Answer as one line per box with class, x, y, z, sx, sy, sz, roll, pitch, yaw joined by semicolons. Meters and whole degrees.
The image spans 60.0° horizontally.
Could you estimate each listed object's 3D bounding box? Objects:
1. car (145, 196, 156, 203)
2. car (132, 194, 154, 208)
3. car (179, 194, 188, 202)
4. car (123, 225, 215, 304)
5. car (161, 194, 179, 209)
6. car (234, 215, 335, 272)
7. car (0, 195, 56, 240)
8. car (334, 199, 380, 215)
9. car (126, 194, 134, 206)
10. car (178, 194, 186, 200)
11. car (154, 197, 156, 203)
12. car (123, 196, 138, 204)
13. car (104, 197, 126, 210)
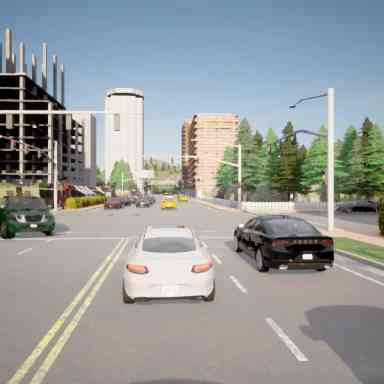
car;-8.447;1.547;68.365;2.033;1.411;5.357;0;0;-4
car;-7.137;1.492;48.828;2.128;1.511;4.902;0;0;-4
car;-2.039;1.470;76.910;1.882;1.535;5.008;0;0;-4
car;-0.581;1.526;8.098;1.812;1.442;4.674;0;0;-5
car;-3.103;1.477;44.720;1.882;1.535;5.008;0;0;-4
car;2.686;1.478;10.834;1.882;1.535;5.008;0;0;-5
car;-8.914;1.223;17.703;2.150;2.045;5.566;2;-1;-35
car;17.085;1.491;33.960;4.902;1.511;2.128;0;0;-3
car;-10.946;1.478;53.084;1.882;1.535;5.008;0;0;-4
car;-2.724;1.304;86.458;1.882;1.535;5.008;0;0;-4
car;-7.774;1.491;57.938;2.128;1.511;4.902;0;0;-4
car;-11.632;1.547;63.225;2.033;1.411;5.357;0;0;-4
car;-10.287;1.478;43.758;1.882;1.535;5.008;0;0;-4
